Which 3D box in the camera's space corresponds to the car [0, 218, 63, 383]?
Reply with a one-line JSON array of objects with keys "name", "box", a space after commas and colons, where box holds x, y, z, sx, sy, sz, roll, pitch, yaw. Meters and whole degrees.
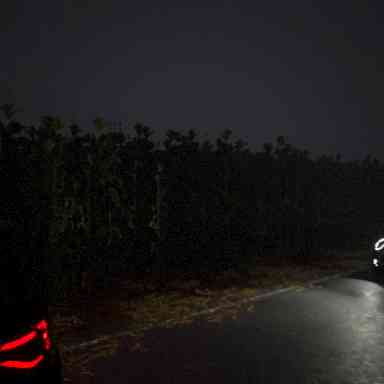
[{"name": "car", "box": [-3.551, 1.231, 1.472, 5.566, 2.045, 2.150, -1, 0, -35]}]

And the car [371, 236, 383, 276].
[{"name": "car", "box": [6.730, 1.301, 8.820, 4.553, 1.767, 2.097, 0, 0, -36]}]
